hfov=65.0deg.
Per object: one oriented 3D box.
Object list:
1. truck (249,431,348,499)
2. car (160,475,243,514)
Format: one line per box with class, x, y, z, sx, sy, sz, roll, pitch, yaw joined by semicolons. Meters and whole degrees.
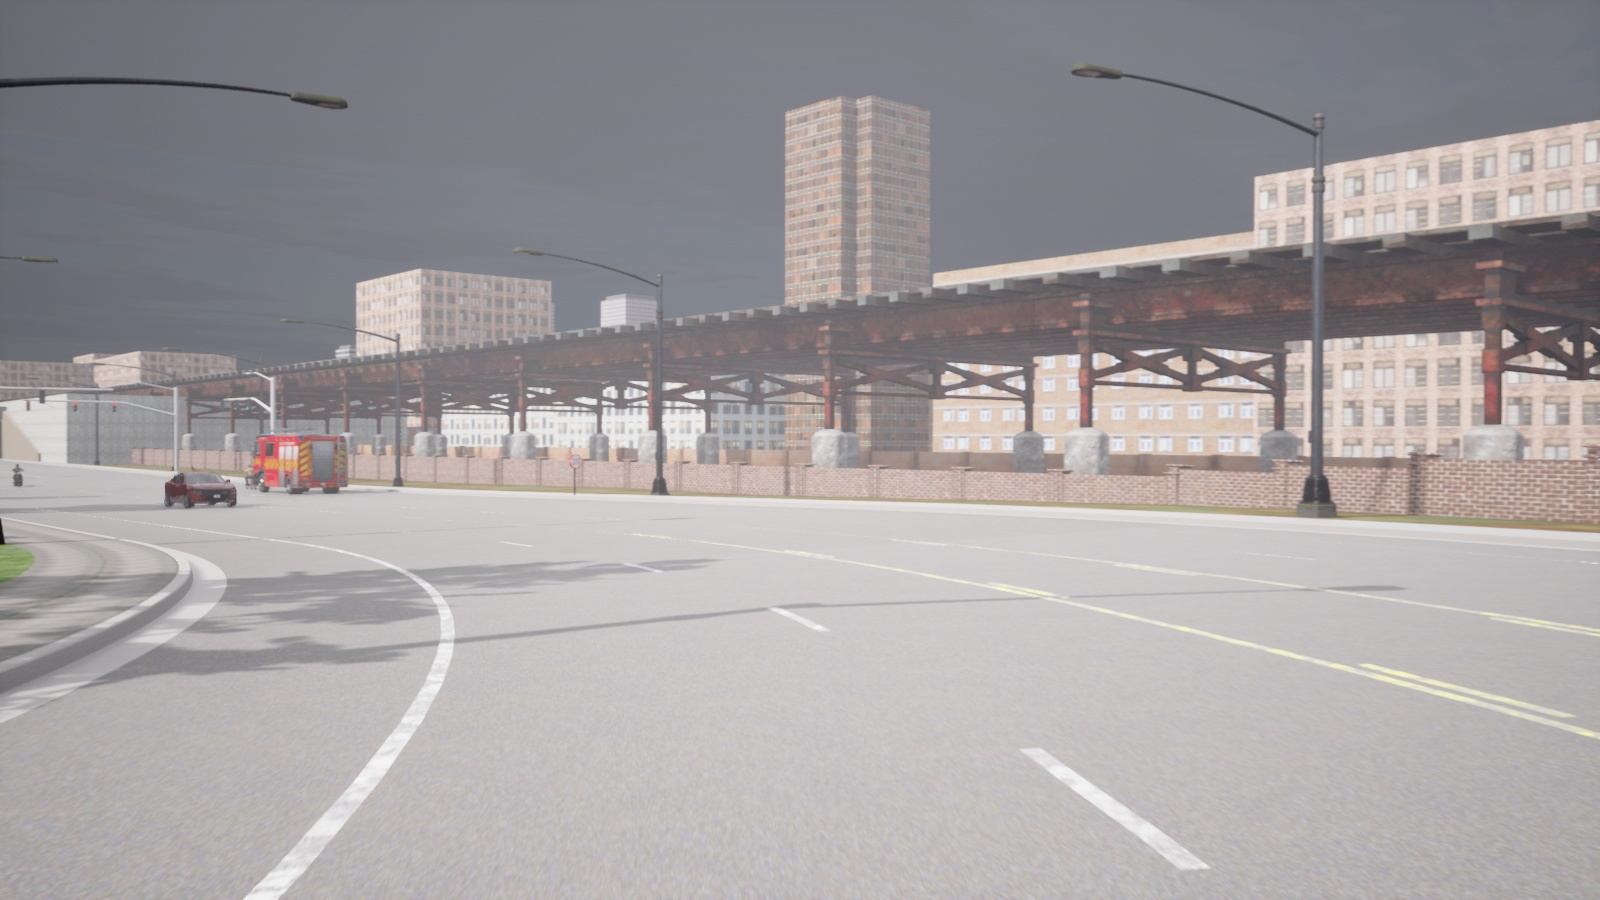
truck;-29.823;0.876;74.437;2.891;3.827;8.468;-1;0;-40
car;-25.055;1.832;52.470;1.882;1.535;5.008;-1;-1;-40
